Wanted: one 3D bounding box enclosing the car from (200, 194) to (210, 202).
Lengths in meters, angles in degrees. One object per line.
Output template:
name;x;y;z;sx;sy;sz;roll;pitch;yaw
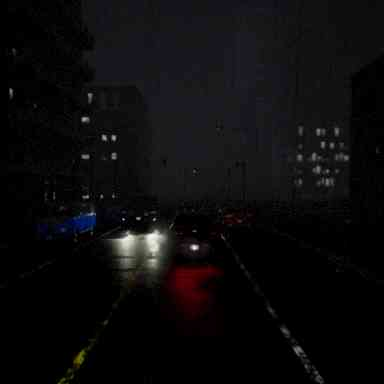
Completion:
car;2.641;1.230;70.277;1.967;1.590;4.097;-1;0;0

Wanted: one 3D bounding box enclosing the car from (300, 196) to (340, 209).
car;16.715;1.582;44.319;4.403;1.369;2.008;0;1;1

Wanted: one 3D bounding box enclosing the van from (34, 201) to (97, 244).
van;-5.705;1.303;15.369;1.690;1.788;3.998;-1;0;0

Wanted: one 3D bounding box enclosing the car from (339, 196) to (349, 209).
car;22.196;1.623;44.245;4.313;1.339;1.947;0;1;1

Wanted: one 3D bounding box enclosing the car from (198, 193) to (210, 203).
car;2.643;1.356;64.632;1.887;1.381;4.507;-1;0;0

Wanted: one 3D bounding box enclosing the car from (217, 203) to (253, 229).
car;2.678;1.492;20.987;1.887;1.381;4.507;-1;0;0

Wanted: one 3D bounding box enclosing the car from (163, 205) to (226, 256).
car;0.087;1.475;12.906;1.837;1.490;4.892;0;1;0

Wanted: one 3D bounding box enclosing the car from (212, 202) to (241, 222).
car;2.678;1.514;26.568;1.802;1.307;4.206;-1;0;0

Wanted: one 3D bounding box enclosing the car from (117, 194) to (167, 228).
car;-3.095;1.166;22.022;2.150;2.045;5.566;0;0;0

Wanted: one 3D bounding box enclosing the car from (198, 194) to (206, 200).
car;2.641;1.268;87.215;1.887;1.381;4.507;-1;0;0

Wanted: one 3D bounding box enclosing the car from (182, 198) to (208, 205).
car;0.087;1.489;28.980;1.994;1.385;4.181;0;0;0

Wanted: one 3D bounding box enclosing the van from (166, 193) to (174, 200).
van;-5.709;1.065;87.181;1.690;1.788;3.998;-1;0;0

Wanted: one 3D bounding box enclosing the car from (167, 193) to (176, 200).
car;-5.706;1.312;81.536;1.947;1.339;4.313;-1;0;0

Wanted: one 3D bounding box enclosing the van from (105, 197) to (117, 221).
van;-5.706;1.273;26.531;1.690;1.788;3.998;-1;0;0

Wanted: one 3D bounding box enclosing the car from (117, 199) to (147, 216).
car;-5.703;1.467;32.111;2.008;1.369;4.403;-1;0;0

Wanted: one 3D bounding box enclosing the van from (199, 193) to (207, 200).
van;2.639;1.088;81.568;1.690;1.788;3.998;-1;0;0
